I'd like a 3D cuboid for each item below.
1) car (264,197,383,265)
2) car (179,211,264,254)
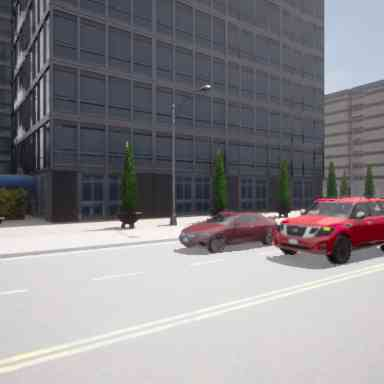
[{"bbox_3d":[5.451,1.223,12.058,5.566,2.045,2.150,0,0,-35],"label":"car"},{"bbox_3d":[1.672,1.526,13.677,4.674,1.442,1.812,0,0,-35],"label":"car"}]
